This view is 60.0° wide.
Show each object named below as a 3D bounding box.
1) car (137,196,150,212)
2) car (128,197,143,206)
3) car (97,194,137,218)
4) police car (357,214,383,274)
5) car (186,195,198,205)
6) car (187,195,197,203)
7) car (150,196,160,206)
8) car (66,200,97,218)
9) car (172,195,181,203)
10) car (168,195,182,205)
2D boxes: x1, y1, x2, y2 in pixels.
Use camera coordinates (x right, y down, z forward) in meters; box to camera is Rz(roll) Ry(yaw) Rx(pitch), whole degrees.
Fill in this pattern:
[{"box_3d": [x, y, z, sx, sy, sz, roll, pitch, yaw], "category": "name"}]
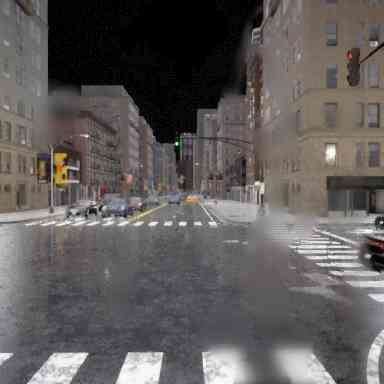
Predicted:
[{"box_3d": [-6.578, 1.356, 38.816, 2.097, 1.767, 4.553, 0, 0, 0], "category": "car"}, {"box_3d": [-9.799, 1.561, 57.858, 1.812, 1.442, 4.674, 0, 0, 0], "category": "car"}, {"box_3d": [-6.583, 1.350, 29.848, 2.097, 1.767, 4.553, 0, 0, 0], "category": "car"}, {"box_3d": [7.153, 1.471, 8.685, 5.238, 1.638, 1.930, 0, 1, 0], "category": "police car"}, {"box_3d": [0.020, 1.519, 60.370, 1.882, 1.535, 5.008, 0, 0, 0], "category": "car"}, {"box_3d": [0.023, 1.461, 70.789, 2.128, 1.511, 4.902, 0, 0, 0], "category": "car"}, {"box_3d": [-6.560, 1.383, 55.407, 2.097, 1.767, 4.553, 0, 0, 0], "category": "car"}, {"box_3d": [-9.834, 1.490, 30.183, 2.128, 1.511, 4.902, 0, 0, 0], "category": "car"}, {"box_3d": [-3.227, 1.460, 70.790, 1.812, 1.442, 4.674, 0, 0, 0], "category": "car"}, {"box_3d": [-3.229, 1.606, 60.754, 1.994, 1.385, 4.181, 0, 0, 0], "category": "car"}]
